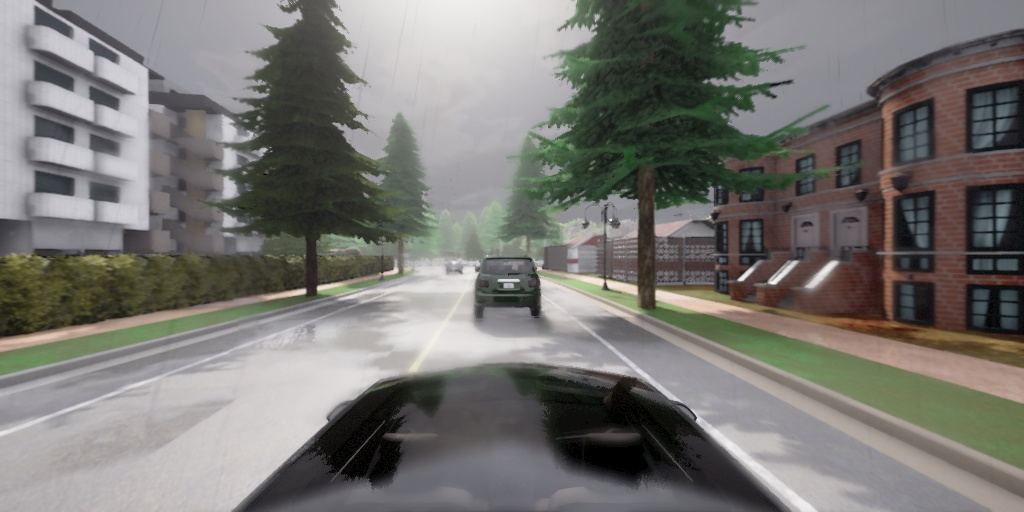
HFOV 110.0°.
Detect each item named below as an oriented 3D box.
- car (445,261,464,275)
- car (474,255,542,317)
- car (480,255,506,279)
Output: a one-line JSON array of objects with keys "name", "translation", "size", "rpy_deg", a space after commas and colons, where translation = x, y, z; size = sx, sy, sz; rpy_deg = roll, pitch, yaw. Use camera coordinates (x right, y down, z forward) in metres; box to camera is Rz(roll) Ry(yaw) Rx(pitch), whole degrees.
[{"name": "car", "translation": [-6.216, 1.255, 39.039], "size": [2.128, 1.511, 4.902], "rpy_deg": [0, 0, -7]}, {"name": "car", "translation": [-0.207, 0.973, 13.275], "size": [2.150, 2.045, 5.566], "rpy_deg": [0, 0, -2]}, {"name": "car", "translation": [-1.907, 0.977, 34.207], "size": [2.150, 2.045, 5.566], "rpy_deg": [0, 0, -7]}]
